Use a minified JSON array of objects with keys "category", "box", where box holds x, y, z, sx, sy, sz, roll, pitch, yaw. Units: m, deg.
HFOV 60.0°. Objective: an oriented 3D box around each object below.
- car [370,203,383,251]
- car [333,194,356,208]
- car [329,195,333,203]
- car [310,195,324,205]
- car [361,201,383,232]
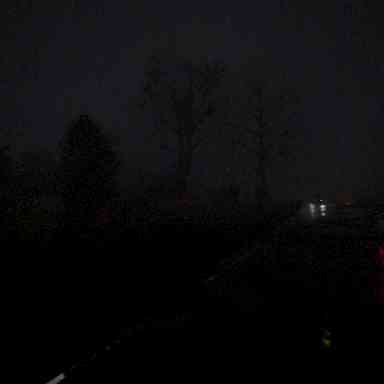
[{"category":"car","box":[8.020,1.316,12.455,1.812,1.442,4.674,-3,-1,24]},{"category":"car","box":[18.278,1.104,39.680,1.882,1.535,5.008,-3,0,21]},{"category":"car","box":[23.562,1.078,54.420,1.812,1.442,4.674,-3,-1,19]},{"category":"car","box":[19.689,1.199,52.704,1.837,1.490,4.892,-2,-1,19]},{"category":"car","box":[10.437,1.248,17.978,1.837,1.490,4.892,-3,-1,23]}]
